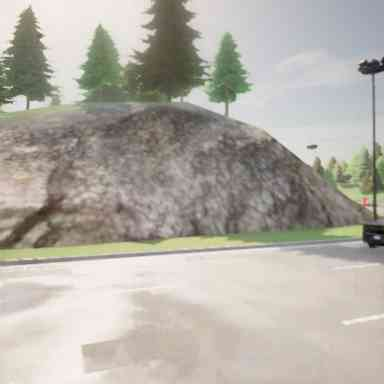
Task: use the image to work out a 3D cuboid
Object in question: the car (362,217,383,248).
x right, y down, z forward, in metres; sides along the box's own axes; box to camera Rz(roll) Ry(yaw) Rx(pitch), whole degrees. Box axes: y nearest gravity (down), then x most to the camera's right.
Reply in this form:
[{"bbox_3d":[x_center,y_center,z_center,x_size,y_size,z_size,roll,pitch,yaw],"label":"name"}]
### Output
[{"bbox_3d":[9.663,1.688,14.580,5.008,1.535,1.882,0,-1,-27],"label":"car"}]
